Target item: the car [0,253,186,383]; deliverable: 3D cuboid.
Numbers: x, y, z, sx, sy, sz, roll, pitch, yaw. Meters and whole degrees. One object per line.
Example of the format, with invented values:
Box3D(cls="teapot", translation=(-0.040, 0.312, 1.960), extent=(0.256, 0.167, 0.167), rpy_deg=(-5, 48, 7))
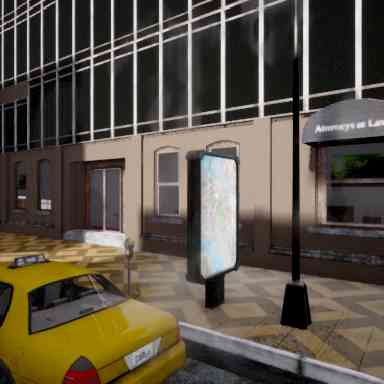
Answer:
Box3D(cls="car", translation=(-2.352, 1.525, 4.537), extent=(4.829, 1.417, 1.752), rpy_deg=(0, 0, 35))
